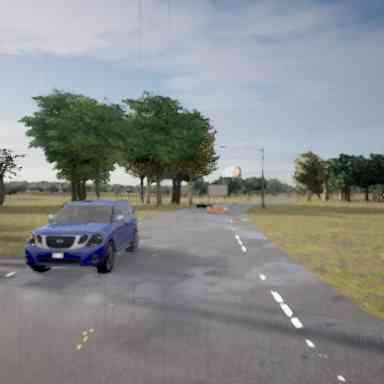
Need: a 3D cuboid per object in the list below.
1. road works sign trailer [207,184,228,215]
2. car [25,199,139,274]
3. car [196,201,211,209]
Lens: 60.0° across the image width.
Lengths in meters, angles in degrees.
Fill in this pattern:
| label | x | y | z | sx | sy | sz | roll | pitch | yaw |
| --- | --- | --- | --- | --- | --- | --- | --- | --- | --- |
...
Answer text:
| label | x | y | z | sx | sy | sz | roll | pitch | yaw |
| --- | --- | --- | --- | --- | --- | --- | --- | --- | --- |
| road works sign trailer | 3.064 | 0.807 | 39.535 | 2.380 | 3.560 | 2.880 | 0 | -1 | 9 |
| car | -3.288 | 1.287 | 11.226 | 2.150 | 2.045 | 5.566 | 0 | 0 | 3 |
| car | 1.845 | 2.075 | 52.747 | 1.895 | 1.301 | 4.718 | 0 | -1 | 12 |
